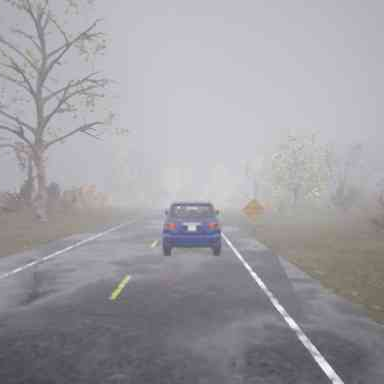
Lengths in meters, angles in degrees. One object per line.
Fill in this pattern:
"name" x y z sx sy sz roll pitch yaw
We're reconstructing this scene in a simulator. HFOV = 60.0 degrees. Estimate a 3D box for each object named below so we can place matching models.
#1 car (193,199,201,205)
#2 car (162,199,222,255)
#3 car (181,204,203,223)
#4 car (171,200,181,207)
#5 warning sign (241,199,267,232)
"car" 1.244 2.465 84.274 1.801 1.575 5.366 0 -1 0
"car" 0.004 1.359 14.020 2.150 2.045 5.566 0 0 0
"car" 0.012 1.837 29.388 1.812 1.442 4.674 0 0 0
"car" -3.484 2.429 71.776 1.895 1.301 4.718 0 -1 0
"warning sign" 3.549 1.312 19.096 1.300 1.860 1.060 0 -1 0
